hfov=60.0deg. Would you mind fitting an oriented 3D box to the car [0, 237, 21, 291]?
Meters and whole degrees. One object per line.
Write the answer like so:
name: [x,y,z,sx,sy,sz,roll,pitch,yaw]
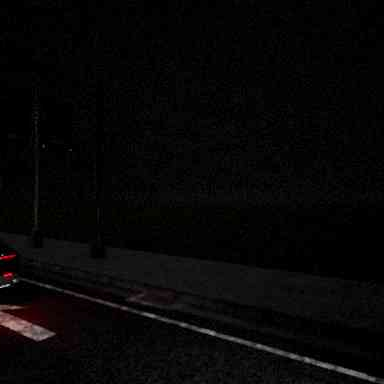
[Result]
car: [-5.987,1.546,7.939,4.892,1.490,1.837,0,0,36]
